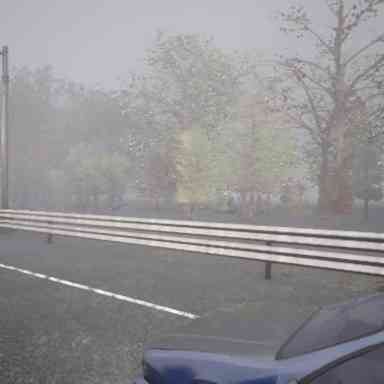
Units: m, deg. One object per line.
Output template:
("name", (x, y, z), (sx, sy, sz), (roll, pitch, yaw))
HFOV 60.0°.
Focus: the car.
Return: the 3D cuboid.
("car", (2.034, 1.548, 2.416), (5.357, 1.411, 2.033), (0, 0, 36))
